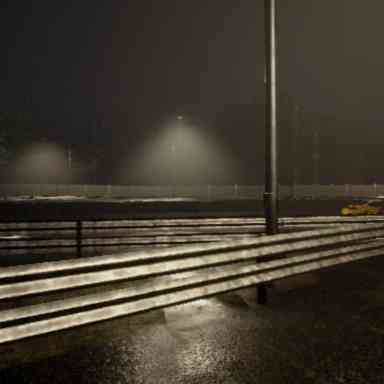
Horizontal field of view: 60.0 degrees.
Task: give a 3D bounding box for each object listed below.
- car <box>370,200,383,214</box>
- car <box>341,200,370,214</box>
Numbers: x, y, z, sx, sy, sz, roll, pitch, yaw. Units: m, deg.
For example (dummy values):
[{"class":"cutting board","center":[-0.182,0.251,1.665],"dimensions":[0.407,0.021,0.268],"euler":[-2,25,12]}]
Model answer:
[{"class":"car","center":[14.077,1.334,20.690],"dimensions":[4.892,1.490,1.837],"euler":[0,0,-9]},{"class":"car","center":[13.438,1.317,24.132],"dimensions":[5.008,1.535,1.882],"euler":[0,0,-9]}]
